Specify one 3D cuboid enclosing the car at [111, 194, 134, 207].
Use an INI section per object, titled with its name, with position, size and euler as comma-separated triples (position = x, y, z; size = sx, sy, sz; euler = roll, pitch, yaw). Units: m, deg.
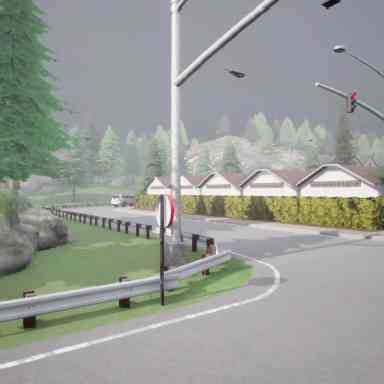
[car]
position = -10.501, 1.398, 53.881
size = 2.150, 2.045, 5.566
euler = 0, 0, 36
